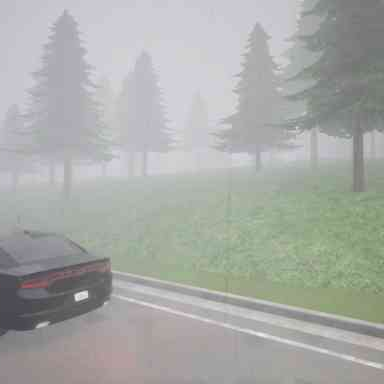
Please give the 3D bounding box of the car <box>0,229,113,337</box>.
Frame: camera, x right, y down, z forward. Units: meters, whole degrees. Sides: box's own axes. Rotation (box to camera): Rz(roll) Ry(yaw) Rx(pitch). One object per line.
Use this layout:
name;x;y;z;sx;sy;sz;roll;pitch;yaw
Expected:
car;-3.749;1.478;6.650;5.008;1.535;1.882;0;0;35
